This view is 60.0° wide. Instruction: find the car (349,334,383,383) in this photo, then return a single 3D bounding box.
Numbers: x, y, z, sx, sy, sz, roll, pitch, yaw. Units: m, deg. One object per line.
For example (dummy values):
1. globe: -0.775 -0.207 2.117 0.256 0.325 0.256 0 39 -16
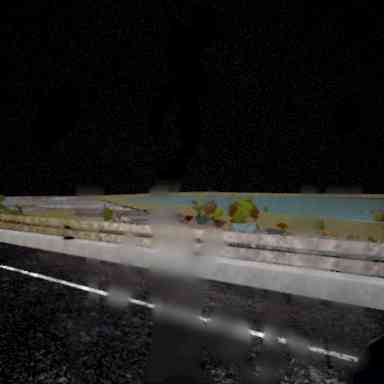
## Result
1. car: 3.069 1.562 1.815 4.181 1.385 1.994 0 0 35
